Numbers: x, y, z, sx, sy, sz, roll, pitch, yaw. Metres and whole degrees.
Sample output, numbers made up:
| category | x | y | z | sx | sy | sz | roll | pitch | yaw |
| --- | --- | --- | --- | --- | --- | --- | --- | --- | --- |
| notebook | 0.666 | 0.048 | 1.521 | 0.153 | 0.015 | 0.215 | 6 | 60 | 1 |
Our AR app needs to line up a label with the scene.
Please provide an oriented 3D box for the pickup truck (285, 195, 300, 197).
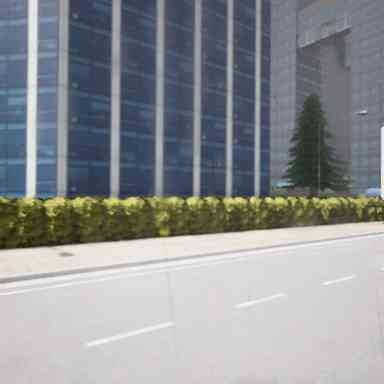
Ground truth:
| category | x | y | z | sx | sy | sz | roll | pitch | yaw |
| --- | --- | --- | --- | --- | --- | --- | --- | --- | --- |
| pickup truck | 22.514 | 1.718 | 73.410 | 2.390 | 2.098 | 6.274 | 1 | 0 | -6 |
